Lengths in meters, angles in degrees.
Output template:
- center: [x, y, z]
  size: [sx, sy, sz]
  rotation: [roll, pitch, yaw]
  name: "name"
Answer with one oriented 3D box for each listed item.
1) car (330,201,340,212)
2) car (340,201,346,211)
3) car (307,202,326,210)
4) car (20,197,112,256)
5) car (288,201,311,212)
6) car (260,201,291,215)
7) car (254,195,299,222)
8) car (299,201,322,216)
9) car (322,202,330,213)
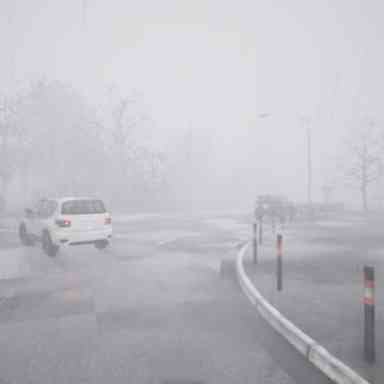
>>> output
- center: [19.192, 2.109, 47.125]
  size: [1.994, 1.385, 4.181]
  rotation: [0, -1, 33]
  name: "car"
- center: [23.866, 2.213, 54.371]
  size: [2.128, 1.511, 4.902]
  rotation: [0, -1, 33]
  name: "car"
- center: [20.926, 2.336, 55.807]
  size: [1.895, 1.301, 4.718]
  rotation: [0, -1, 33]
  name: "car"
- center: [-5.220, 1.210, 13.417]
  size: [2.150, 2.045, 5.566]
  rotation: [0, 0, -39]
  name: "car"
- center: [15.332, 2.001, 47.138]
  size: [1.882, 1.535, 5.008]
  rotation: [0, -1, 33]
  name: "car"
- center: [9.687, 1.787, 38.335]
  size: [1.882, 1.535, 5.008]
  rotation: [0, -1, 33]
  name: "car"
- center: [6.807, 1.282, 27.210]
  size: [2.150, 2.045, 5.566]
  rotation: [0, -1, 29]
  name: "car"
- center: [12.284, 1.831, 36.416]
  size: [2.033, 1.411, 5.357]
  rotation: [0, -1, 33]
  name: "car"
- center: [15.056, 1.953, 40.715]
  size: [1.994, 1.385, 4.181]
  rotation: [0, -1, 33]
  name: "car"
